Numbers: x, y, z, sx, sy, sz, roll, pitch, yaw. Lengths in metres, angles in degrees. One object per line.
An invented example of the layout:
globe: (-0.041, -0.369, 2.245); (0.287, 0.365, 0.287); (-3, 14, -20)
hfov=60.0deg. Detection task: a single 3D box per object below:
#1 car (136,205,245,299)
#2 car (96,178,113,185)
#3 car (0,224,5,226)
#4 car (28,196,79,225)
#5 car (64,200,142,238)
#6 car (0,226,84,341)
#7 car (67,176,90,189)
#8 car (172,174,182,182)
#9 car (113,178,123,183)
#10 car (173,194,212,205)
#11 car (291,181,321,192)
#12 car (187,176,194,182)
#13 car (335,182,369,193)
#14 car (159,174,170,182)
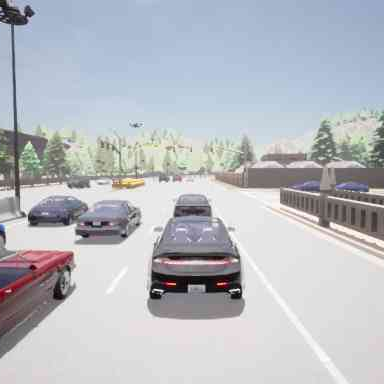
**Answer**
car: (0.068, 1.327, 8.033); (2.128, 1.511, 4.902); (0, 2, 0)
car: (-17.831, -2.100, 67.013); (1.812, 1.442, 4.674); (0, 3, 0)
car: (-6.936, 1.283, 8.822); (1.882, 1.535, 5.008); (0, 2, 0)
car: (-6.979, 0.879, 17.794); (1.994, 1.385, 4.181); (0, 3, 0)
car: (-3.465, 1.050, 14.616); (2.033, 1.411, 5.357); (0, 3, 0)
car: (-3.420, 1.528, 5.101); (1.895, 1.301, 4.718); (0, 1, 0)
car: (-17.845, -1.545, 52.655); (2.150, 2.045, 5.566); (0, 3, 0)
car: (-3.934, -3.612, 86.995); (2.150, 2.045, 5.566); (0, 3, 0)
car: (-17.896, -2.788, 79.674); (1.895, 1.301, 4.718); (0, 3, 0)
car: (0.026, 0.815, 17.455); (1.882, 1.535, 5.008); (0, 3, -1)
car: (15.003, -0.617, 42.226); (4.674, 1.442, 1.812); (0, 3, 2)
car: (-0.447, -3.458, 89.668); (1.812, 1.442, 4.674); (0, 3, 0)
car: (18.039, -0.402, 38.633); (4.674, 1.442, 1.812); (0, 3, 2)
car: (-7.434, -3.611, 86.977); (2.150, 2.045, 5.566); (0, 3, 0)
